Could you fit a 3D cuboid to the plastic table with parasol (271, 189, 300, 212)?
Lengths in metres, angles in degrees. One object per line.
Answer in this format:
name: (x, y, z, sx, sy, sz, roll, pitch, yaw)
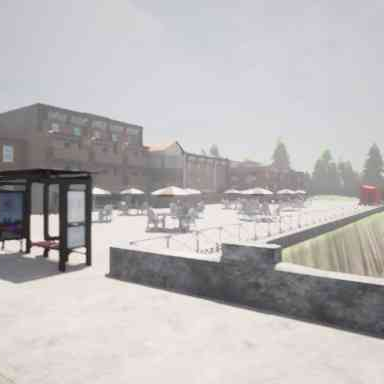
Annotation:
plastic table with parasol: (10.791, 0.920, 38.283, 2.482, 2.480, 2.482, 0, 0, 35)
